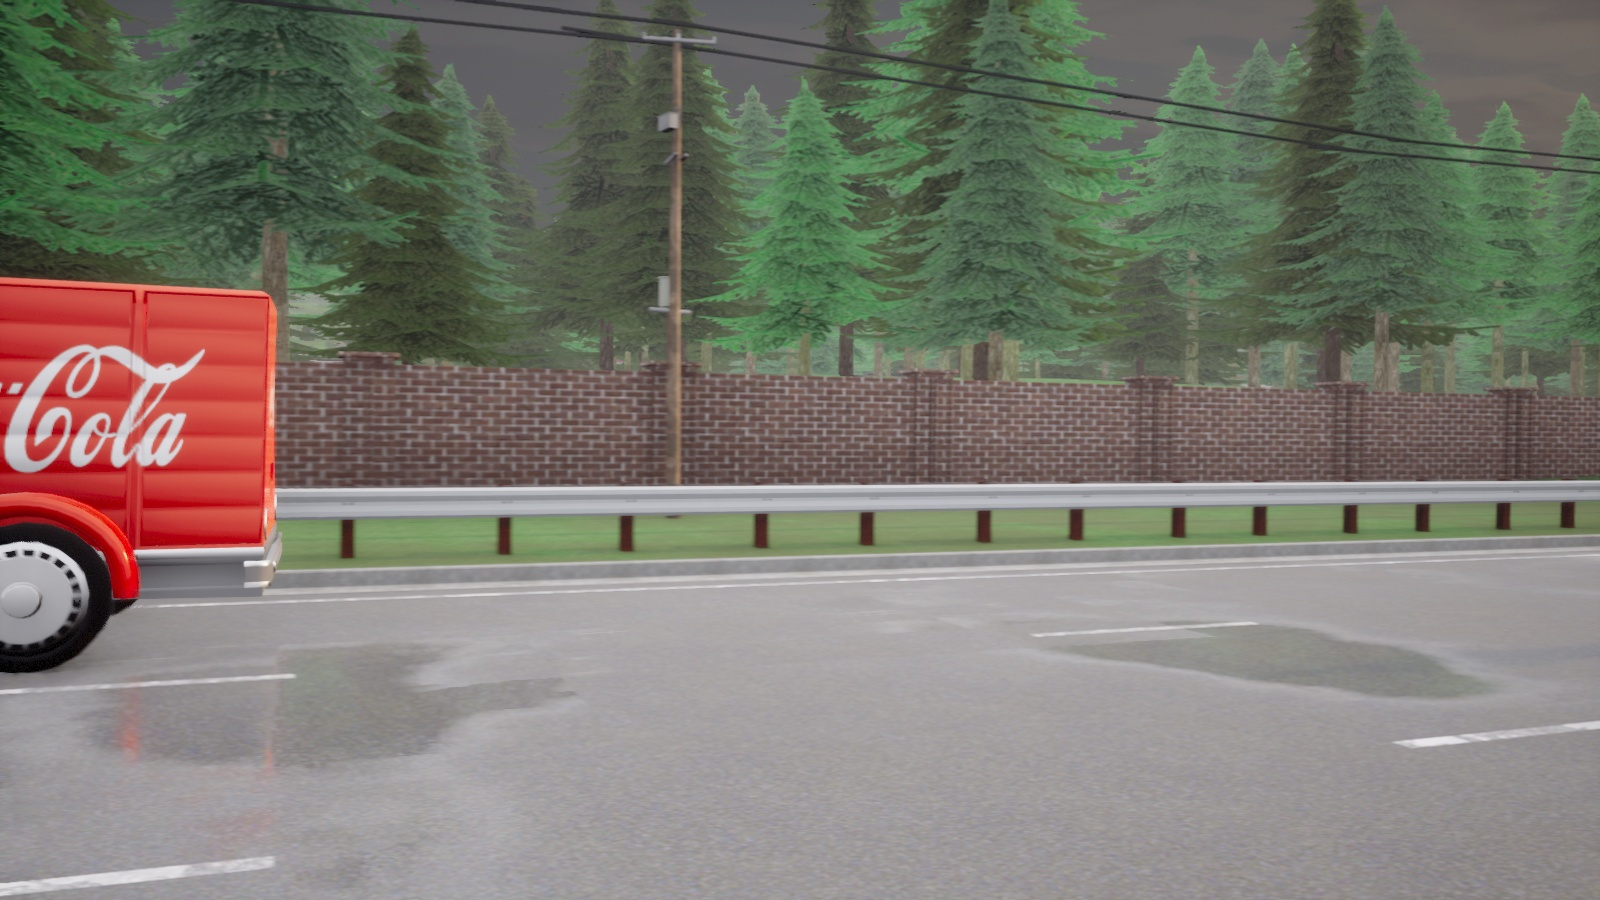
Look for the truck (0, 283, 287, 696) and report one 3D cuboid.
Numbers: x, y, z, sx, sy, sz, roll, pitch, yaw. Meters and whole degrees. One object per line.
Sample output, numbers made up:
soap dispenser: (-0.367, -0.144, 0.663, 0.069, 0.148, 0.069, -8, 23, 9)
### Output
truck: (-6.270, 0.243, 8.340, 5.204, 2.467, 2.627, -1, 1, -21)
